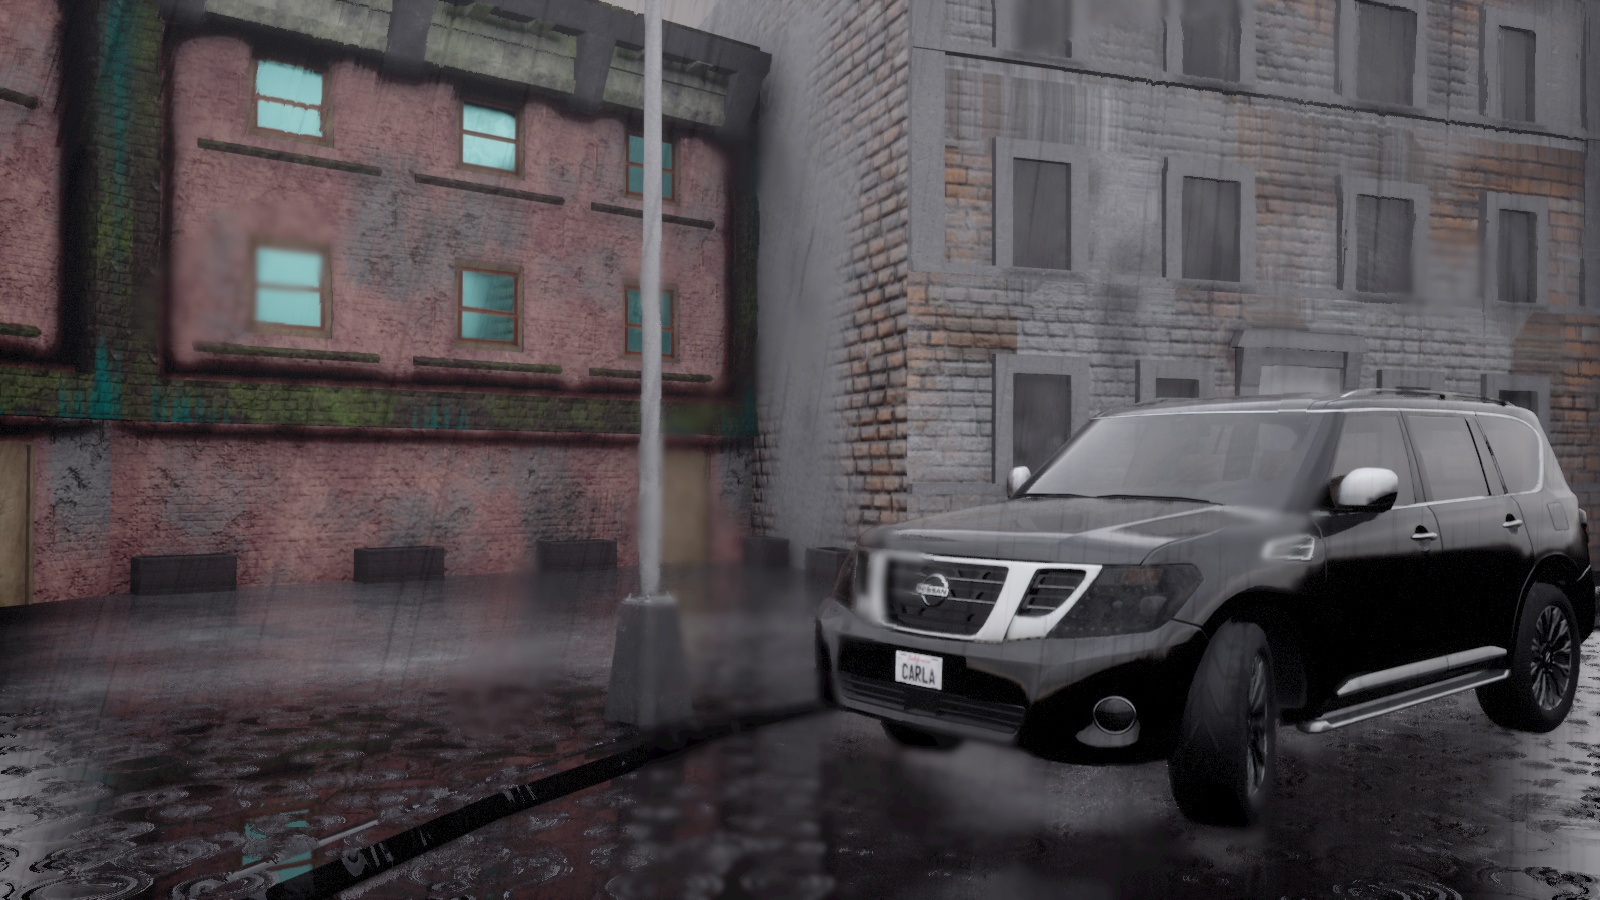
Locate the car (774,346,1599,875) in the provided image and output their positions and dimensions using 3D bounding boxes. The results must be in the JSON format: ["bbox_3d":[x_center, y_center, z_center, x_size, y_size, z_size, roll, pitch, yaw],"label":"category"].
[{"bbox_3d":[2.710,0.641,7.448,5.566,2.045,2.150,0,-1,-39],"label":"car"}]
